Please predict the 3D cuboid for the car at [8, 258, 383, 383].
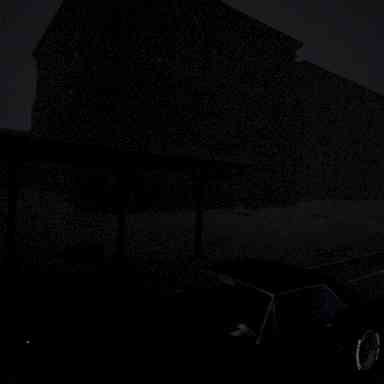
[{"bbox_3d":[0.524,1.601,3.982,4.718,1.301,1.895,0,0,-36],"label":"car"}]
